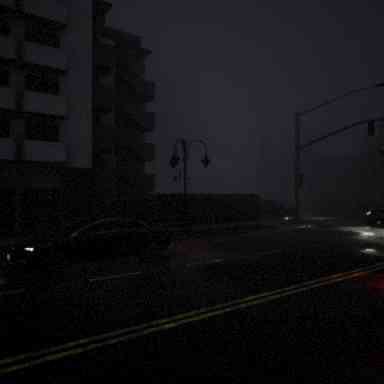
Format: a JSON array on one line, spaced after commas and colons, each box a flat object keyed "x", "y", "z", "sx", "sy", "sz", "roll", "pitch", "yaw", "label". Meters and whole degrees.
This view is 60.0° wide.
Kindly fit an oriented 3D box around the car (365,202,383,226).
[{"x": 13.537, "y": 1.341, "z": 22.179, "sx": 4.553, "sy": 1.767, "sz": 2.097, "roll": 0, "pitch": 0, "yaw": -35, "label": "car"}]

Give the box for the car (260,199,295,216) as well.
[{"x": 7.769, "y": 1.466, "z": 32.176, "sx": 1.882, "sy": 1.535, "sz": 5.008, "roll": 0, "pitch": 0, "yaw": -38, "label": "car"}]

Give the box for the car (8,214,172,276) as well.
[{"x": -2.972, "y": 1.490, "z": 10.460, "sx": 4.902, "sy": 1.511, "sz": 2.128, "roll": 0, "pitch": 0, "yaw": -35, "label": "car"}]
